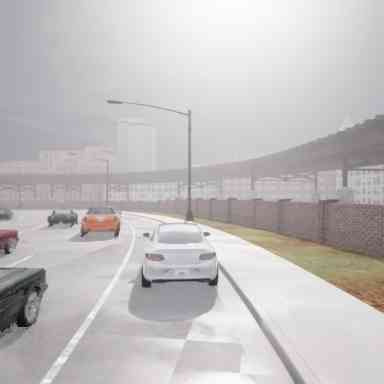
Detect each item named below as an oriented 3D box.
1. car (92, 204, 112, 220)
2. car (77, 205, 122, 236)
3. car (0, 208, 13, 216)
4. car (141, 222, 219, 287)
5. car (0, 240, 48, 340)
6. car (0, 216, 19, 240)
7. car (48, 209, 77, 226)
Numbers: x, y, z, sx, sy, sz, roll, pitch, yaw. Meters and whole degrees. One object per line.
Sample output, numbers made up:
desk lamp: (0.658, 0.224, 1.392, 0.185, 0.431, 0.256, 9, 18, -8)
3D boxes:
car: (-10.297, 2.236, 37.784, 1.801, 1.575, 5.366, 0, -2, -20)
car: (-5.450, 1.626, 20.449, 2.097, 1.767, 4.553, 0, -1, -10)
car: (-20.706, 2.393, 36.083, 1.994, 1.385, 4.181, 0, -2, -21)
car: (-0.407, 1.583, 9.382, 1.812, 1.442, 4.674, 0, -1, -5)
car: (-3.531, 1.611, 4.056, 1.895, 1.301, 4.718, 0, 0, -2)
car: (-7.519, 1.681, 10.961, 1.895, 1.301, 4.718, 0, -1, -6)
car: (-10.568, 2.095, 27.500, 1.895, 1.301, 4.718, 0, -2, -15)
